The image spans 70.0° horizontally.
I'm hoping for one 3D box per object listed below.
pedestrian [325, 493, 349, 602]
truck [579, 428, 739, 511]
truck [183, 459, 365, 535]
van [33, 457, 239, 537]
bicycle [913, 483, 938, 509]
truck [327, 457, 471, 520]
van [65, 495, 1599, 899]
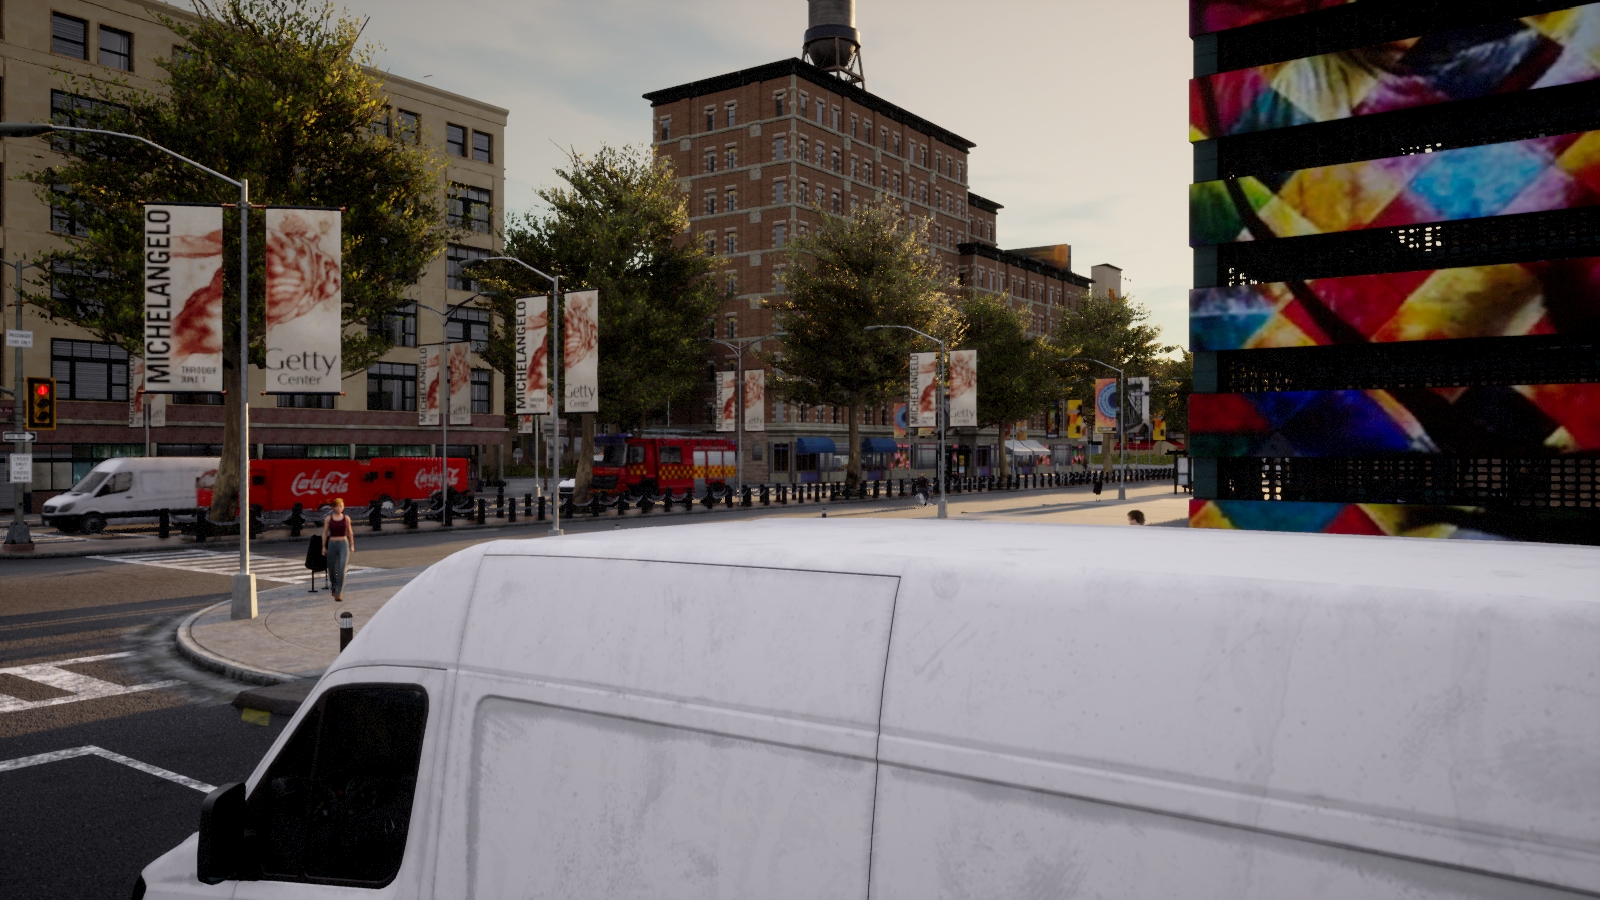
[{"bbox_3d":[-8.110,1.696,20.004,0.375,1.860,0.375,0,0,-25],"label":"pedestrian"},{"bbox_3d":[-6.827,0.891,56.676,2.891,3.827,8.468,0,0,36],"label":"truck"},{"bbox_3d":[-18.466,1.568,40.357,2.627,2.467,5.204,0,0,35],"label":"truck"},{"bbox_3d":[-23.058,1.534,39.950,1.988,2.561,5.915,0,0,36],"label":"van"},{"bbox_3d":[6.045,2.210,54.918,0.329,1.171,1.835,0,0,36],"label":"bicycle"},{"bbox_3d":[-16.933,1.567,48.530,2.627,2.467,5.204,0,0,36],"label":"truck"},{"bbox_3d":[-0.118,1.534,3.913,5.915,2.561,1.988,0,0,36],"label":"van"}]
